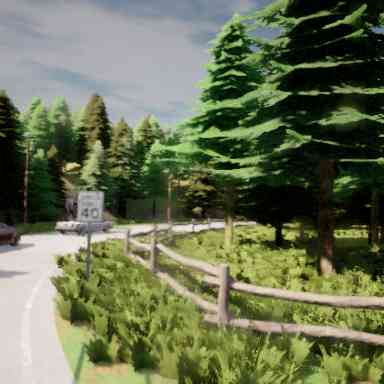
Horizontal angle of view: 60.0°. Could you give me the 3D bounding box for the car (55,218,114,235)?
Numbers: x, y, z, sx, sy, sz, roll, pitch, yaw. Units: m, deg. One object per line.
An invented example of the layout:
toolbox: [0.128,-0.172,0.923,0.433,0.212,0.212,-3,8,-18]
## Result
car: [-8.009,2.475,25.219,1.895,1.301,4.718,1,-3,21]

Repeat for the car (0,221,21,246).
car: [-9.822,1.970,15.449,1.994,1.385,4.181,2,-2,2]
